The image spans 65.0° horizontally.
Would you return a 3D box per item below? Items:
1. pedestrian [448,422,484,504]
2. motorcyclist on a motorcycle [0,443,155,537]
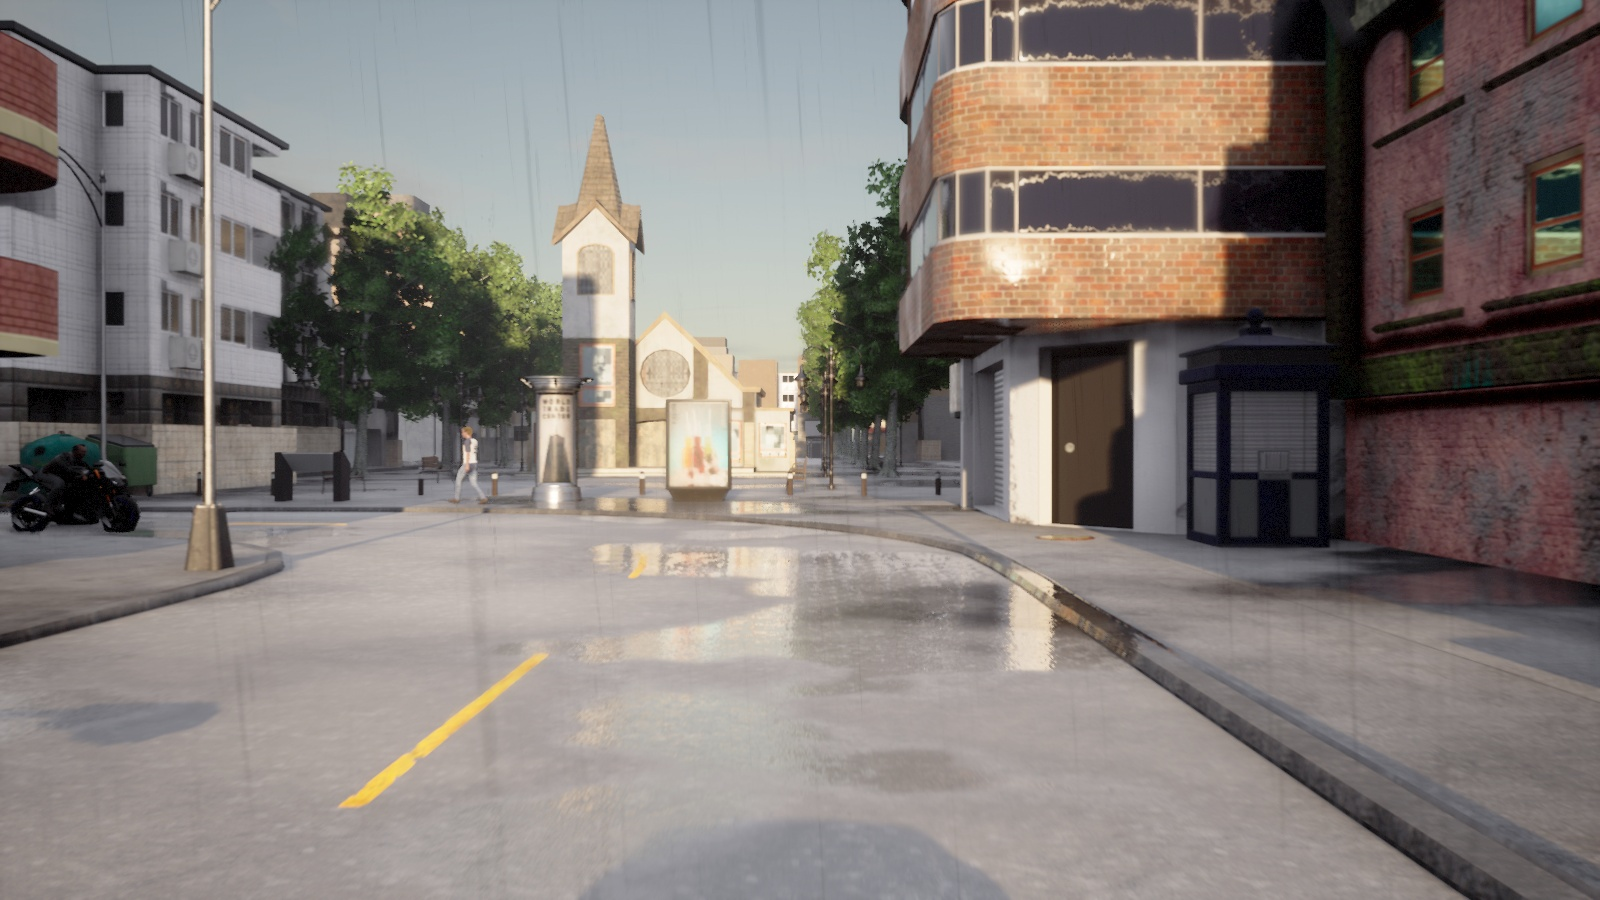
[{"bbox_3d":[-7.551,0.290,28.363,0.706,1.836,0.354,0,0,17],"label":"pedestrian"},{"bbox_3d":[-12.112,0.653,21.027,2.191,1.530,0.866,0,1,3],"label":"motorcyclist on a motorcycle"}]
